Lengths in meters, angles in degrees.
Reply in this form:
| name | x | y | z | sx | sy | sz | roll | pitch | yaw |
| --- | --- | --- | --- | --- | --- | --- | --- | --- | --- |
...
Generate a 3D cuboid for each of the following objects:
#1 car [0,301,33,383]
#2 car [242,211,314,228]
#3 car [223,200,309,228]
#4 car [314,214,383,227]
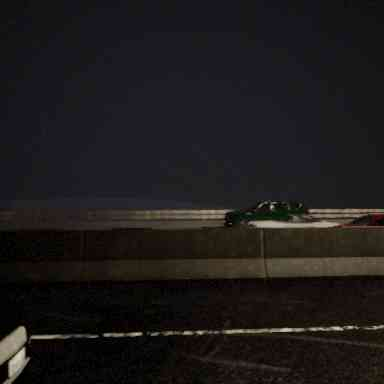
| name | x | y | z | sx | sy | sz | roll | pitch | yaw |
| --- | --- | --- | --- | --- | --- | --- | --- | --- | --- |
| car | -4.324 | 1.577 | 3.439 | 4.902 | 1.511 | 2.128 | 0 | -1 | -3 |
| car | 5.424 | 1.875 | 18.212 | 4.718 | 1.301 | 1.895 | 0 | -1 | -3 |
| car | 4.864 | 1.555 | 21.694 | 5.566 | 2.045 | 2.150 | 0 | -1 | -3 |
| car | 8.224 | 1.730 | 14.855 | 4.674 | 1.442 | 1.812 | 0 | -1 | -3 |
